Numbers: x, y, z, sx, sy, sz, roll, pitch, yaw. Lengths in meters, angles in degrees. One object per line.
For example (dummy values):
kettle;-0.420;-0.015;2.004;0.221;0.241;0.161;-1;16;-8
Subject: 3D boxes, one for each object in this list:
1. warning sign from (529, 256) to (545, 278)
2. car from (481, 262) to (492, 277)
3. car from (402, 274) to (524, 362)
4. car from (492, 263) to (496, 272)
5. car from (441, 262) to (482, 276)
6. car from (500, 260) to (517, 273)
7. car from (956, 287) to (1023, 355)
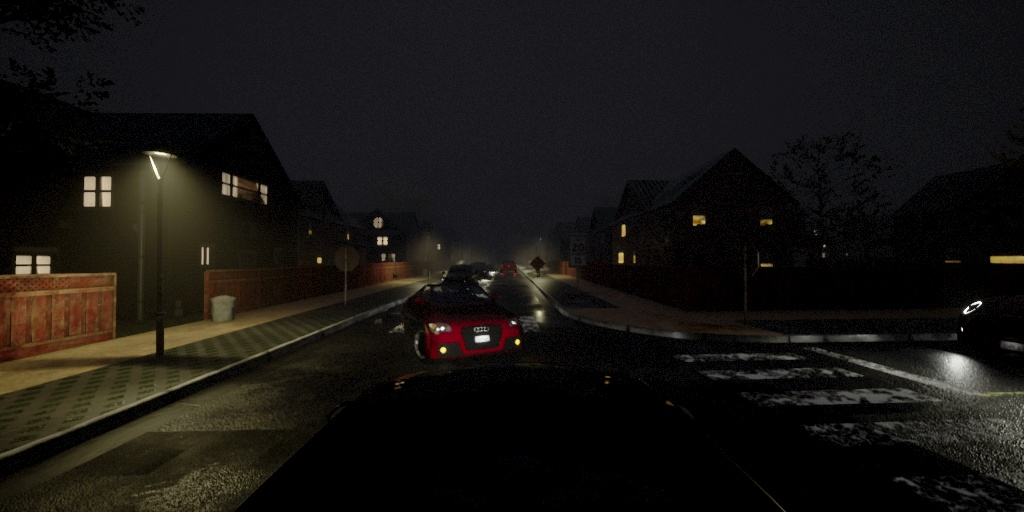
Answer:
warning sign;2.169;0.943;30.298;1.300;1.860;1.060;0;0;-1
car;-3.247;1.329;34.421;1.882;1.535;5.008;0;0;0
car;-1.354;1.320;8.346;1.994;1.385;4.181;0;0;-24
car;-3.389;1.528;51.438;1.994;1.385;4.181;0;-1;0
car;-3.091;1.297;21.853;1.837;1.490;4.892;0;-1;-1
car;-0.480;1.299;48.811;2.097;1.767;4.553;0;0;-2
car;11.293;1.026;6.599;4.553;1.767;2.097;0;-1;-2
